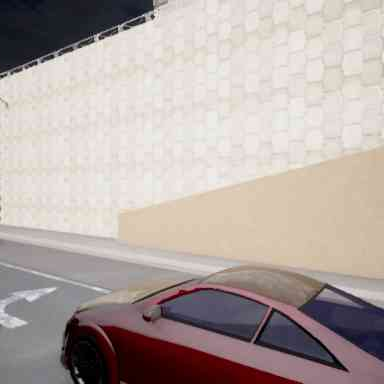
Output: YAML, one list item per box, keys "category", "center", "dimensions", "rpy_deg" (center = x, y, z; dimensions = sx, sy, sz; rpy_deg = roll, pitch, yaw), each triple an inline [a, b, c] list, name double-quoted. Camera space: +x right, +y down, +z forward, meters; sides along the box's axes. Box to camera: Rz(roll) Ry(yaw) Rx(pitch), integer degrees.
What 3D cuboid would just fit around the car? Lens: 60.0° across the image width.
- category: "car"
  center: [0.447, 1.554, 3.672]
  dimensions: [4.181, 1.385, 1.994]
  rpy_deg: [0, 0, 36]
